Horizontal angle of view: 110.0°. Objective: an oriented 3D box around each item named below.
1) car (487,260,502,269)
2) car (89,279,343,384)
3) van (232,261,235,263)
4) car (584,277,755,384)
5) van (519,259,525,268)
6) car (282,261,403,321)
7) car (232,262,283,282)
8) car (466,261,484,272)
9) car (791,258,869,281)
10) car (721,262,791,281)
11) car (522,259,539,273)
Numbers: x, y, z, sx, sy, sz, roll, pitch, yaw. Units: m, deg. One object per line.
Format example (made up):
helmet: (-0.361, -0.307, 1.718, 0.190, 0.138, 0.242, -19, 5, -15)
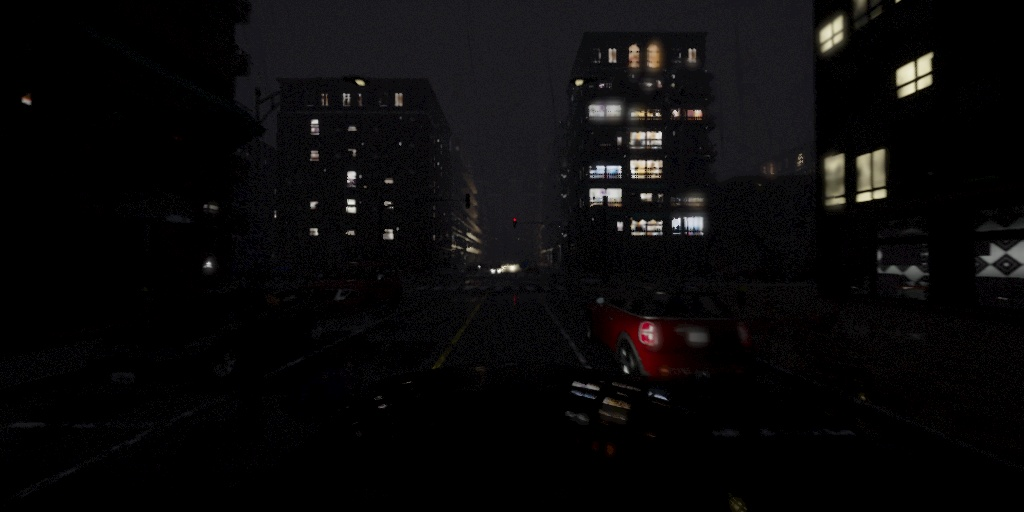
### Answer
car: (-2.743, 1.568, 62.732, 2.128, 1.511, 4.902, 0, 0, 0)
car: (-5.451, 1.341, 7.197, 1.948, 1.339, 4.313, 0, 0, 0)
van: (-30.398, 1.359, 36.491, 3.998, 1.789, 1.690, 0, 0, 1)
car: (2.697, 1.215, 7.143, 1.967, 1.591, 4.097, 0, 0, 0)
van: (2.605, 1.398, 62.139, 1.690, 1.789, 3.998, 0, 0, 0)
car: (-5.450, 1.116, 12.844, 2.192, 1.841, 5.009, 0, 0, 0)
car: (-19.334, 1.413, 28.437, 4.403, 1.370, 2.007, 0, 0, 1)
car: (-5.438, 1.543, 50.762, 2.007, 1.370, 4.403, 0, 0, 0)
car: (24.284, 1.090, 27.753, 5.009, 1.841, 2.192, 0, 0, 1)
car: (18.692, 1.227, 27.841, 4.097, 1.591, 1.967, 0, 0, 1)
car: (2.701, 1.505, 48.306, 1.751, 1.417, 4.829, 0, 0, 0)
